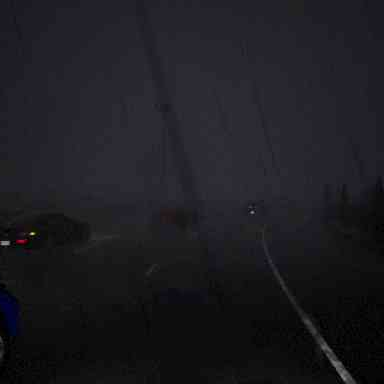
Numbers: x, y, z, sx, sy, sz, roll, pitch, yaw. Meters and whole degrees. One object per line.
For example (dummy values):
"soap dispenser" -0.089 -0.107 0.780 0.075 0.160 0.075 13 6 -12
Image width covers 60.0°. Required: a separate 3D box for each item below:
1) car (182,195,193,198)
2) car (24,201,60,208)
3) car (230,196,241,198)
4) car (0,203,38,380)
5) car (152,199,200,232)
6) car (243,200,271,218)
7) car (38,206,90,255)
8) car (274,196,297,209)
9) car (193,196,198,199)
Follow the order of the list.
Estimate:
"car" -2.122 1.478 46.467 1.994 1.385 4.181 0 0 28
"car" -13.369 1.495 28.179 2.033 1.411 5.357 0 0 16
"car" 9.049 1.439 68.716 1.994 1.385 4.181 0 0 41
"car" -3.298 1.217 1.823 2.150 2.045 5.566 0 0 1
"car" -0.851 1.441 19.951 1.882 1.535 5.008 0 0 13
"car" 5.859 1.448 29.855 1.837 1.490 4.892 0 0 20
"car" -5.733 1.501 13.118 1.812 1.442 4.674 0 0 8
"car" 12.080 1.274 42.867 2.097 1.767 4.553 0 0 29
"car" -0.731 1.363 62.005 1.882 1.535 5.008 0 0 36
